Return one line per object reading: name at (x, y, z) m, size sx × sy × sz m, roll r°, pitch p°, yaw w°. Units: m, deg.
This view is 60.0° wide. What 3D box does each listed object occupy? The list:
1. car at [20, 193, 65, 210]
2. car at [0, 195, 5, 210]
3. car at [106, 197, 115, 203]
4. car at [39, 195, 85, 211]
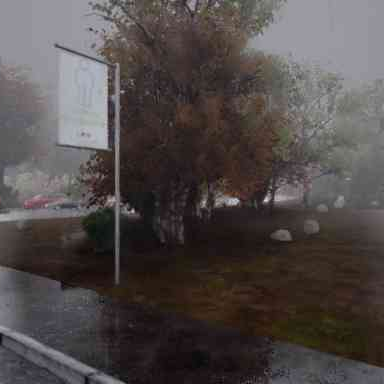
car at (-18.621, 1.209, 42.159) m, size 2.150 × 2.045 × 5.566 m, roll 0°, pitch 0°, yaw 38°
car at (-21.618, 1.219, 32.802) m, size 2.150 × 2.045 × 5.566 m, roll 0°, pitch 0°, yaw 39°
car at (-11.719, 1.428, 50.984) m, size 1.882 × 1.535 × 5.008 m, roll 0°, pitch 0°, yaw 38°
car at (-15.435, 1.478, 40.550) m, size 2.128 × 1.511 × 4.902 m, roll 0°, pitch 0°, yaw 38°
